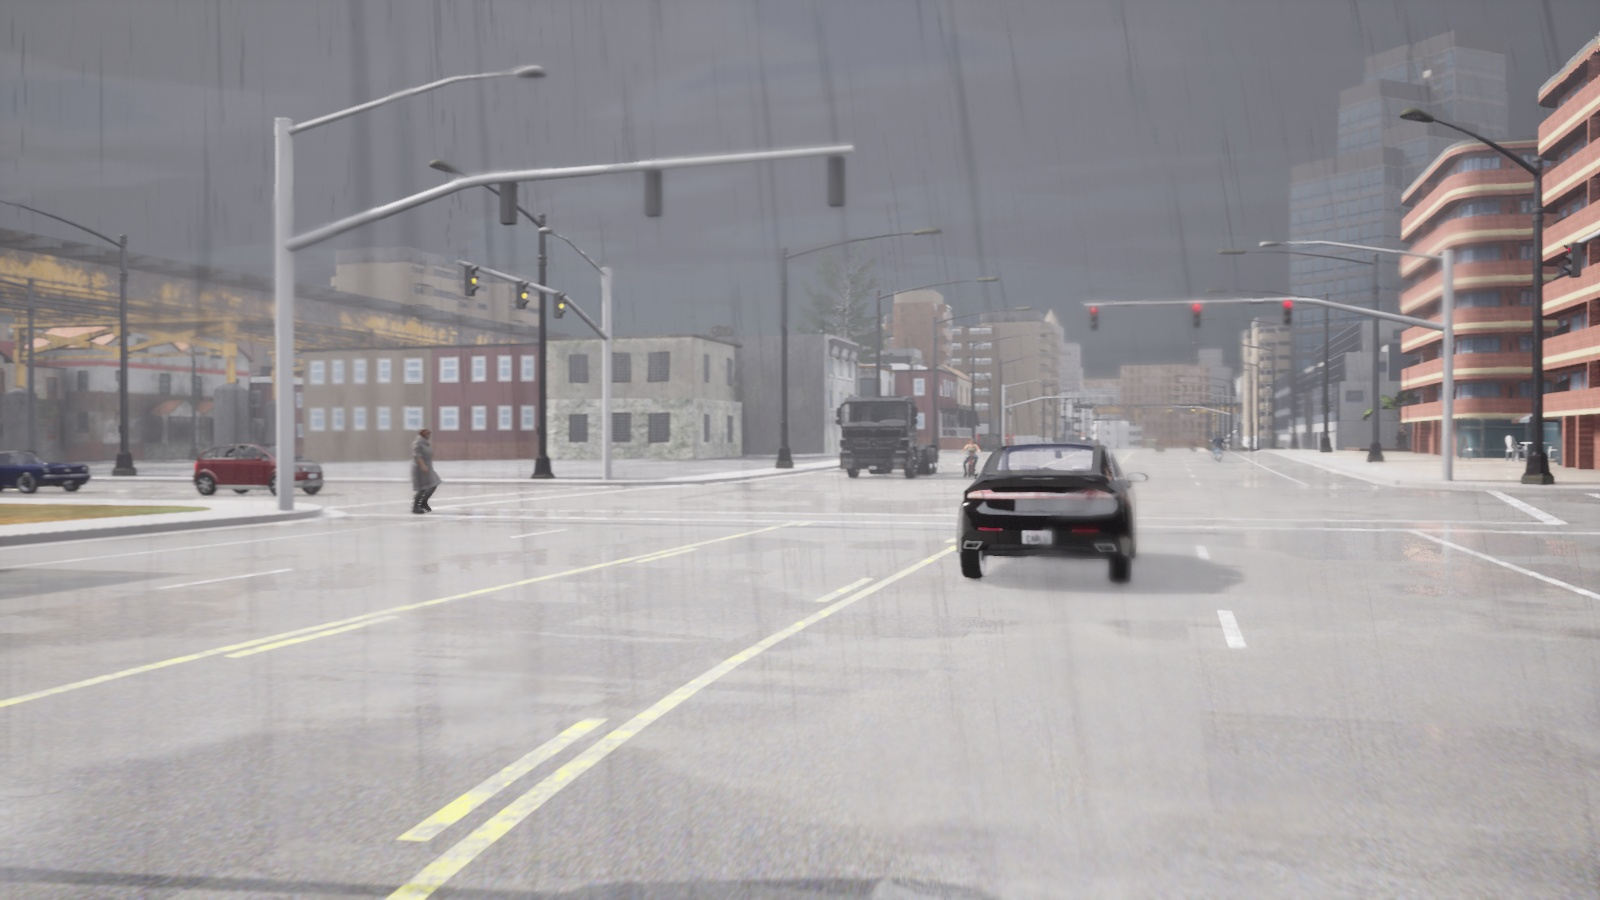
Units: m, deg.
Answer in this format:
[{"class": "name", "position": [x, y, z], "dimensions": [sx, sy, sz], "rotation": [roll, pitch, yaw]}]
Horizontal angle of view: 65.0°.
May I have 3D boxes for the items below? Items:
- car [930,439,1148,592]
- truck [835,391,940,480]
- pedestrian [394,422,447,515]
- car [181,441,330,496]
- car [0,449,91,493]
[{"class": "car", "position": [3.036, 0.630, 14.990], "dimensions": [2.128, 1.511, 4.902], "rotation": [0, 0, 16]}, {"class": "truck", "position": [3.884, -0.639, 53.585], "dimensions": [2.891, 3.462, 7.936], "rotation": [0, 1, 16]}, {"class": "pedestrian", "position": [-8.077, 0.383, 26.724], "dimensions": [0.873, 1.952, 0.659], "rotation": [0, 0, 12]}, {"class": "car", "position": [-15.994, 0.525, 36.927], "dimensions": [3.705, 1.549, 1.789], "rotation": [0, 0, 15]}, {"class": "car", "position": [-24.866, 0.629, 39.265], "dimensions": [4.718, 1.301, 1.895], "rotation": [0, 0, 15]}]
